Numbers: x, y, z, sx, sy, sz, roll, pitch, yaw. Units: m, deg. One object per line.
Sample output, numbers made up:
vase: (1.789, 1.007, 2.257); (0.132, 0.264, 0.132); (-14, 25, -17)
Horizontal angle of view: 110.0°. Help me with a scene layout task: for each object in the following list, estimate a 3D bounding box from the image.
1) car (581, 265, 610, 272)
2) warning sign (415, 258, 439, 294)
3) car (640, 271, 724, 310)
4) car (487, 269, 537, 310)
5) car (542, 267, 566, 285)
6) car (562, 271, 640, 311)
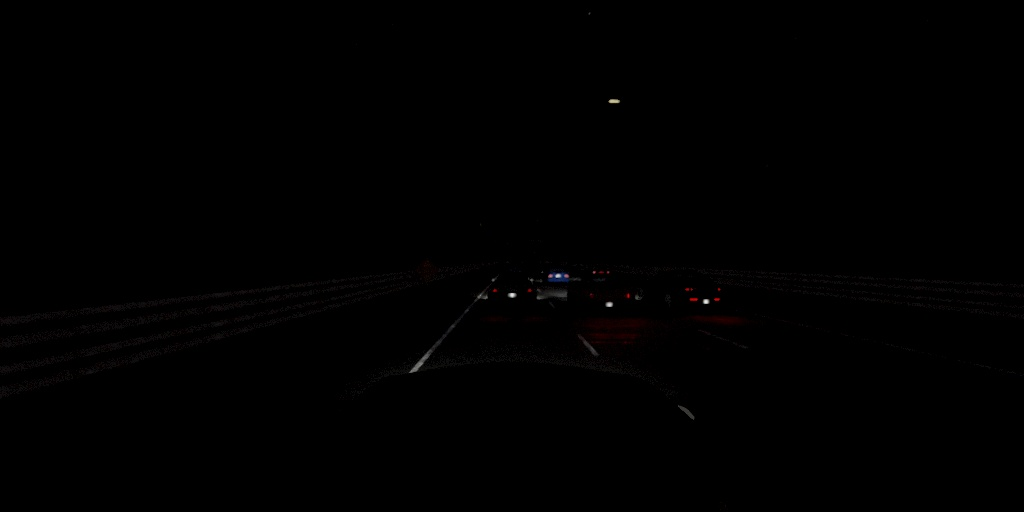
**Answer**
car: (7.018, 1.525, 30.362); (2.128, 1.511, 4.902); (0, 0, 0)
warning sign: (-4.550, 1.037, 19.160); (1.300, 1.860, 1.060); (0, 0, 0)
car: (7.018, 1.392, 15.354); (1.837, 1.490, 4.892); (0, 0, 0)
car: (0.022, 1.450, 15.448); (1.994, 1.385, 4.181); (0, 0, 0)
car: (3.508, 1.571, 29.395); (2.033, 1.411, 5.357); (0, -1, 0)
car: (3.515, 1.483, 15.106); (1.895, 1.301, 4.718); (0, -1, 0)
